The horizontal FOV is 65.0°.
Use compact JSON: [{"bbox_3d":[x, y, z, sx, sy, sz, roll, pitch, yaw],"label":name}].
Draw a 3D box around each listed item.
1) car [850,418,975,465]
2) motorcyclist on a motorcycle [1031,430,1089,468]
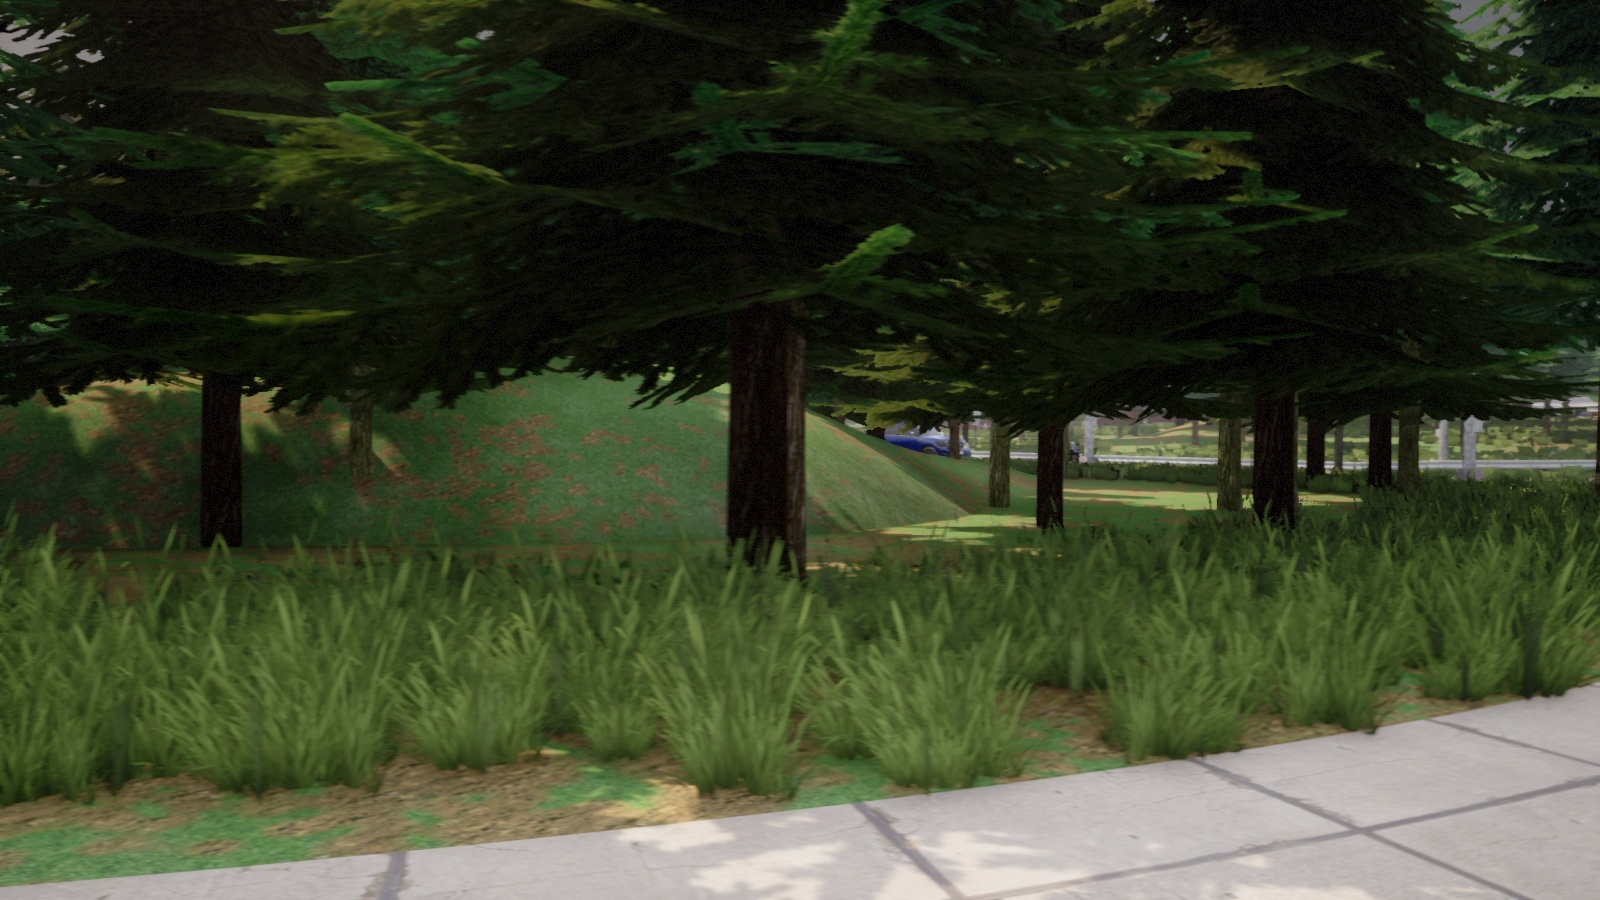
[{"bbox_3d":[5.086,-0.399,57.566,5.566,2.045,2.150,0,1,44],"label":"car"},{"bbox_3d":[10.740,-0.063,51.938,0.866,1.530,2.191,-2,1,-45],"label":"motorcyclist on a motorcycle"}]
